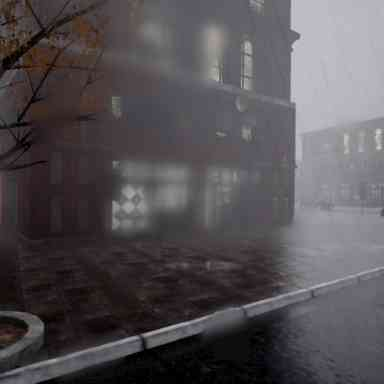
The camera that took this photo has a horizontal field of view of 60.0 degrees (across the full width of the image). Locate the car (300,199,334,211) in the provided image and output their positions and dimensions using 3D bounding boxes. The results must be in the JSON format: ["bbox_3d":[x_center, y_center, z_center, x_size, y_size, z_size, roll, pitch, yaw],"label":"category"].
[{"bbox_3d":[15.562,1.617,41.685,2.008,1.369,4.403,1,-1,-28],"label":"car"}]
